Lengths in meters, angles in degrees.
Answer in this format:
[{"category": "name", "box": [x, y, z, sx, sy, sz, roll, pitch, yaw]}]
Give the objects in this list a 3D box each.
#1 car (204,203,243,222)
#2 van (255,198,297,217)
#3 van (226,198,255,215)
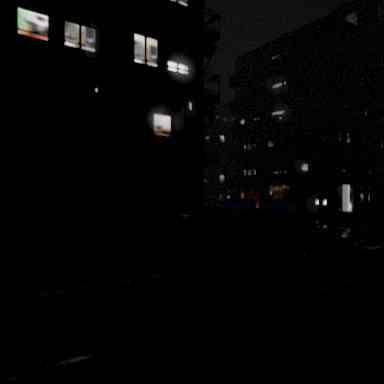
[{"category": "car", "box": [2.059, 1.837, 28.833, 1.802, 1.307, 4.206, -1, 0, -36]}, {"category": "van", "box": [8.801, 1.548, 33.746, 1.690, 1.788, 3.998, -1, 0, -36]}, {"category": "van", "box": [5.488, 1.622, 38.263, 1.690, 1.788, 3.998, -1, 0, -36]}]
